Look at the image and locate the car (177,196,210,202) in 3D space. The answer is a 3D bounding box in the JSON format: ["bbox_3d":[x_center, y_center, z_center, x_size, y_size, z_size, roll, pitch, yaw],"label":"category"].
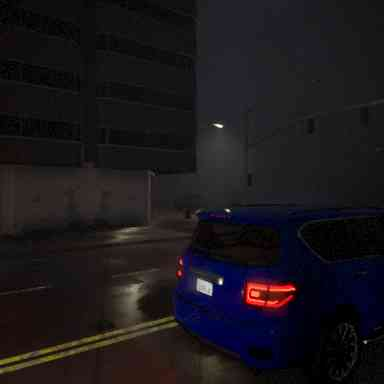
[{"bbox_3d":[-0.312,1.547,41.554,2.033,1.411,5.357,0,0,-36],"label":"car"}]

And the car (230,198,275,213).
[{"bbox_3d":[6.801,1.492,37.747,2.128,1.511,4.902,0,0,-36],"label":"car"}]

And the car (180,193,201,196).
[{"bbox_3d":[0.265,1.221,46.712,2.150,2.045,5.566,0,0,-35],"label":"car"}]

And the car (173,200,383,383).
[{"bbox_3d":[2.348,1.221,5.483,5.566,2.045,2.150,0,0,-35],"label":"car"}]

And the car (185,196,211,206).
[{"bbox_3d":[1.029,1.477,57.832,1.882,1.535,5.008,0,0,-36],"label":"car"}]

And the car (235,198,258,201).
[{"bbox_3d":[5.585,1.492,33.478,2.128,1.511,4.902,0,0,-36],"label":"car"}]

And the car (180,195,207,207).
[{"bbox_3d":[0.188,1.352,53.043,2.097,1.767,4.553,0,0,-36],"label":"car"}]
